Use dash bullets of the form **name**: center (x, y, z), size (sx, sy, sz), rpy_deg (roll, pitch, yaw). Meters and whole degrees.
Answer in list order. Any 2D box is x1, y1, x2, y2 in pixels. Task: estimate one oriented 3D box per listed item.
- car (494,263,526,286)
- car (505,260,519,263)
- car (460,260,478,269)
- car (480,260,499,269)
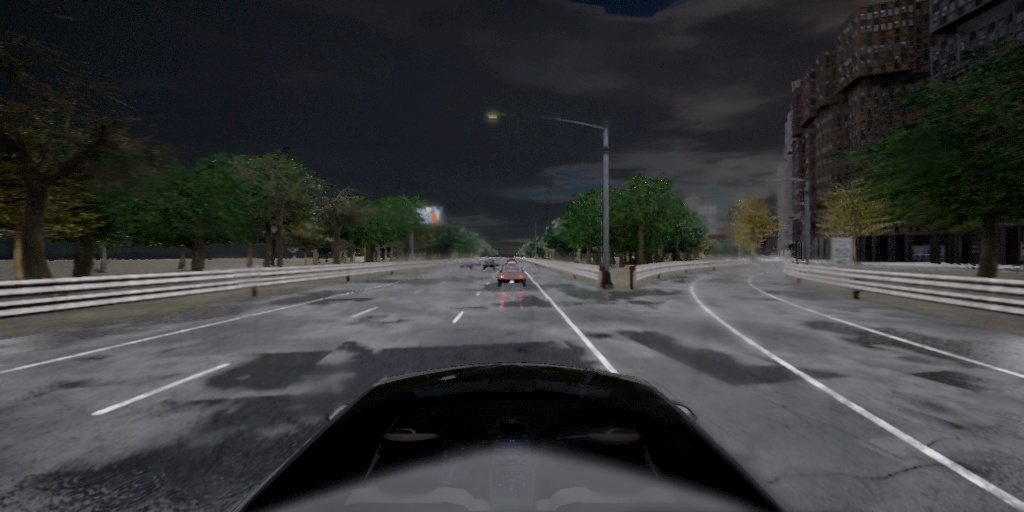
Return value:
- **car**: center (-0.011, 1.355, 25.084), size (1.895, 1.301, 4.718), rpy_deg (0, 0, 0)
- **car**: center (-0.019, 1.329, 49.253), size (1.812, 1.442, 4.674), rpy_deg (0, 0, 0)
- **car**: center (-7.022, 1.422, 56.925), size (1.895, 1.301, 4.718), rpy_deg (0, 0, 0)
- **car**: center (-3.522, 1.325, 56.479), size (1.837, 1.490, 4.892), rpy_deg (0, 0, 0)
